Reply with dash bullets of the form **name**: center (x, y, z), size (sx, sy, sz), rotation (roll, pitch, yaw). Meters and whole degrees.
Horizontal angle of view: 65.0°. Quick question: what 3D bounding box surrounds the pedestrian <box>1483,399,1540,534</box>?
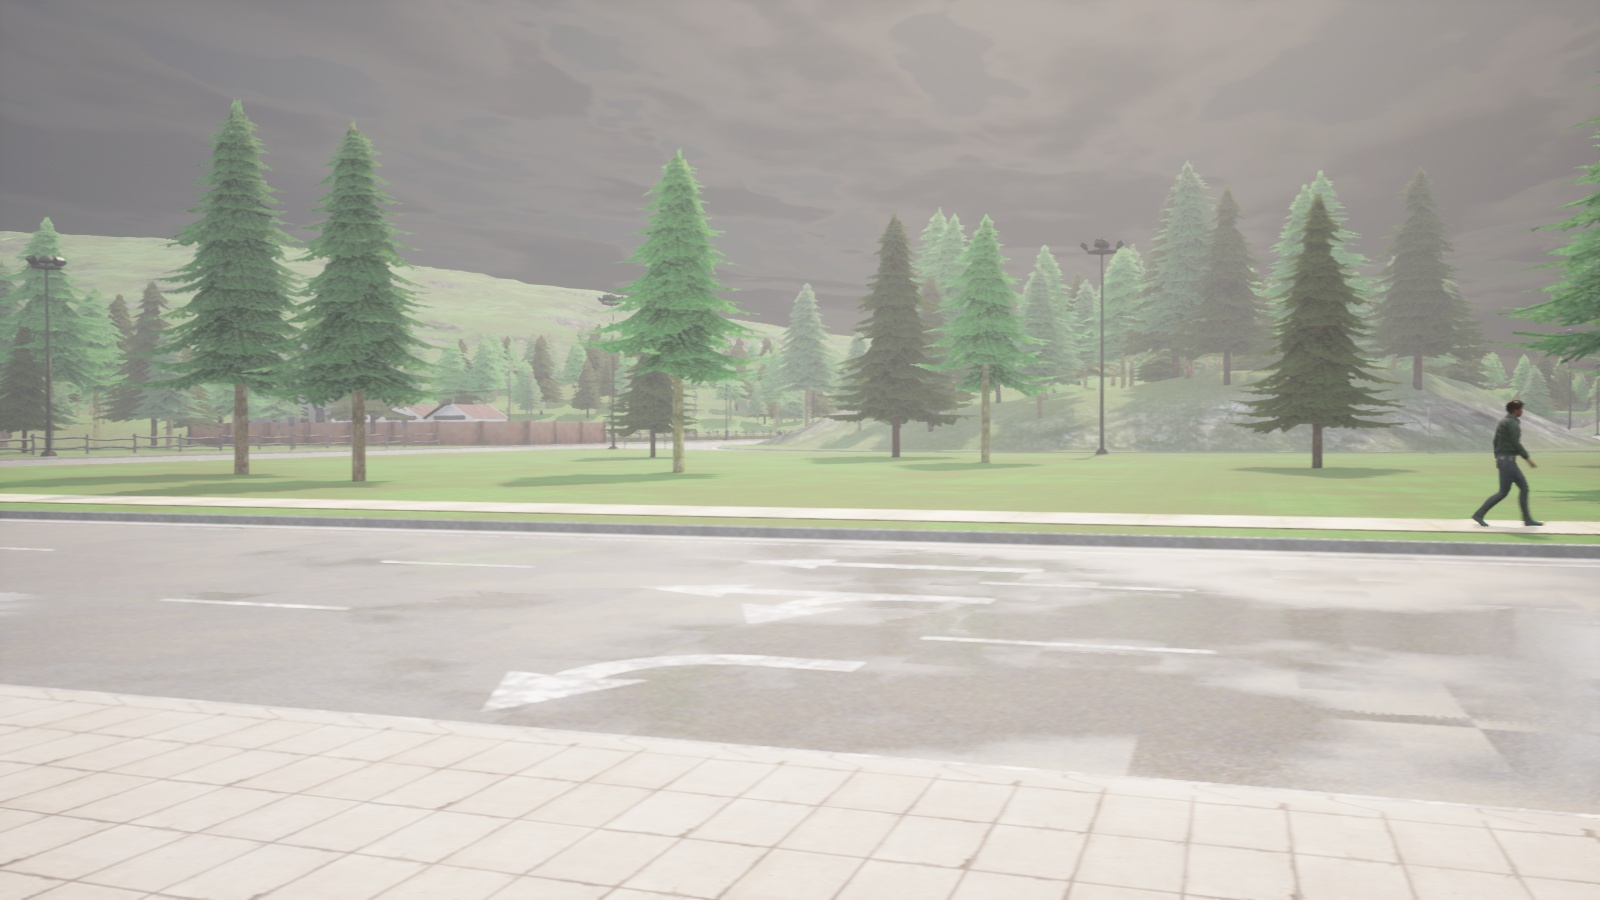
- **pedestrian**: center (9.910, 0.223, 17.497), size (0.614, 1.847, 0.353), rotation (1, 1, 20)
